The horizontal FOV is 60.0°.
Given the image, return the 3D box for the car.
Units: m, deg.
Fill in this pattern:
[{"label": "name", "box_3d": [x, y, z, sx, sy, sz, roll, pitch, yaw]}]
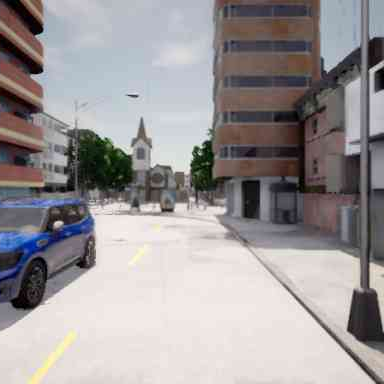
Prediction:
[{"label": "car", "box_3d": [-4.036, 1.206, 8.170, 2.150, 2.045, 5.566, 0, 0, 1]}]
